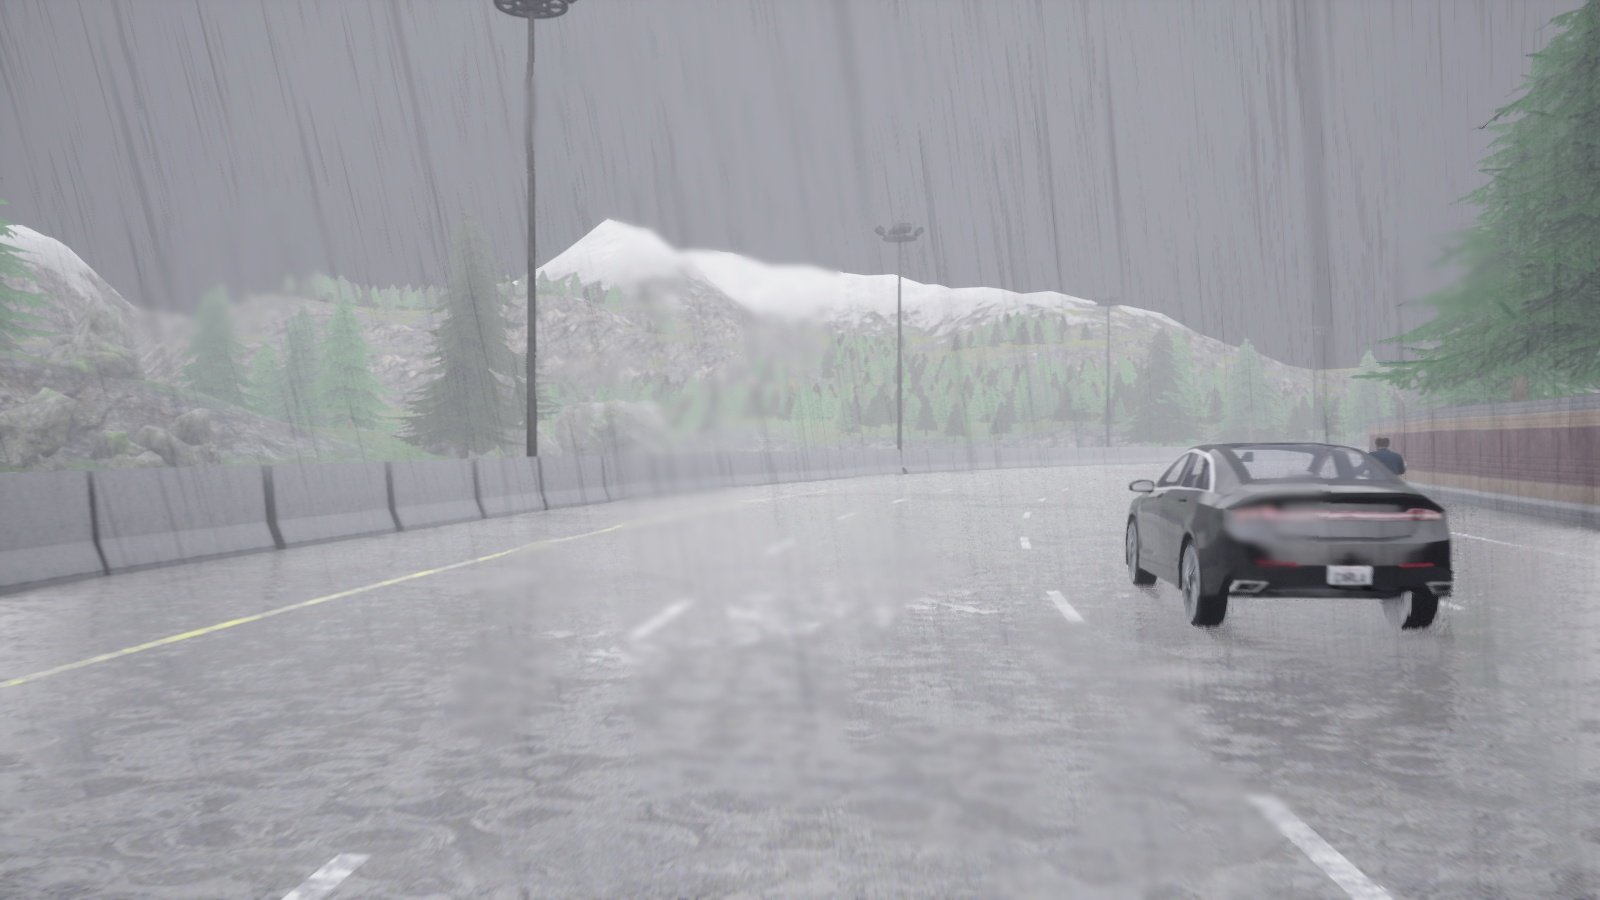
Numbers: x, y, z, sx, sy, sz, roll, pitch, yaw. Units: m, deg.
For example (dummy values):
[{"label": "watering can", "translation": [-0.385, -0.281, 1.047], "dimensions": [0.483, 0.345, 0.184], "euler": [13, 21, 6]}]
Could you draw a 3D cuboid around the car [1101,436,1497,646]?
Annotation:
[{"label": "car", "translation": [4.200, 0.642, 11.584], "dimensions": [2.128, 1.511, 4.902], "euler": [0, 0, 6]}]
